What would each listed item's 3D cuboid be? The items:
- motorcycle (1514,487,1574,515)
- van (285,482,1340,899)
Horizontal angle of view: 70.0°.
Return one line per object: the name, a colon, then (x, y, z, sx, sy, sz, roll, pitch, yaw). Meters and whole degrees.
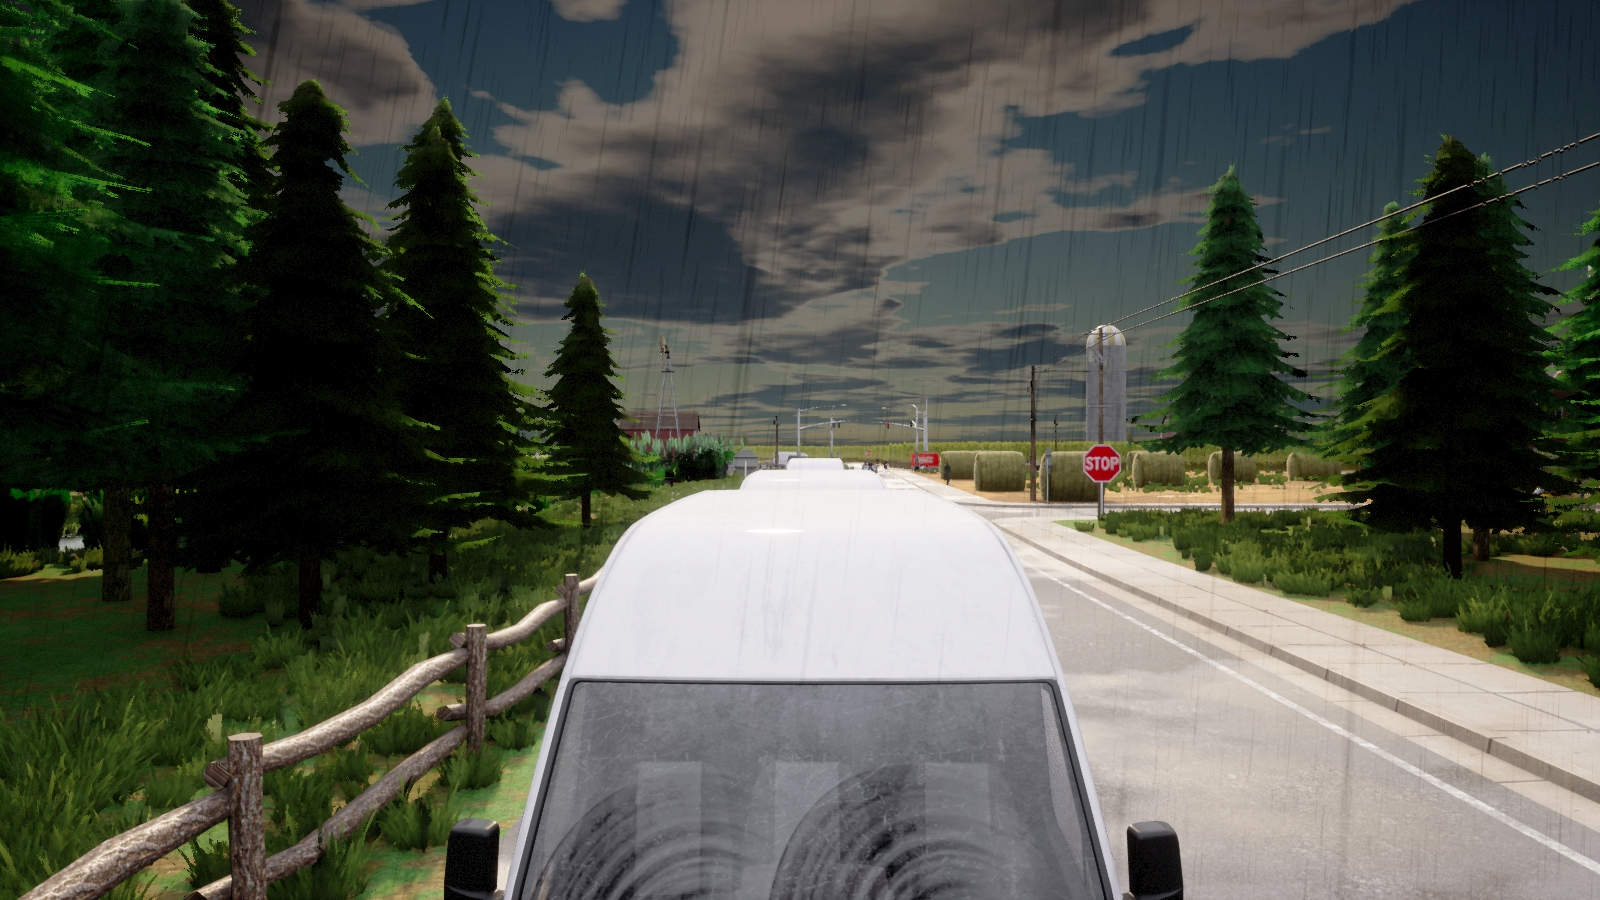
motorcycle: (32.009, 2.186, 49.178, 2.033, 1.199, 0.803, 0, 0, -1)
van: (0.056, 1.508, 5.110, 1.988, 2.561, 5.915, 0, 0, 1)
